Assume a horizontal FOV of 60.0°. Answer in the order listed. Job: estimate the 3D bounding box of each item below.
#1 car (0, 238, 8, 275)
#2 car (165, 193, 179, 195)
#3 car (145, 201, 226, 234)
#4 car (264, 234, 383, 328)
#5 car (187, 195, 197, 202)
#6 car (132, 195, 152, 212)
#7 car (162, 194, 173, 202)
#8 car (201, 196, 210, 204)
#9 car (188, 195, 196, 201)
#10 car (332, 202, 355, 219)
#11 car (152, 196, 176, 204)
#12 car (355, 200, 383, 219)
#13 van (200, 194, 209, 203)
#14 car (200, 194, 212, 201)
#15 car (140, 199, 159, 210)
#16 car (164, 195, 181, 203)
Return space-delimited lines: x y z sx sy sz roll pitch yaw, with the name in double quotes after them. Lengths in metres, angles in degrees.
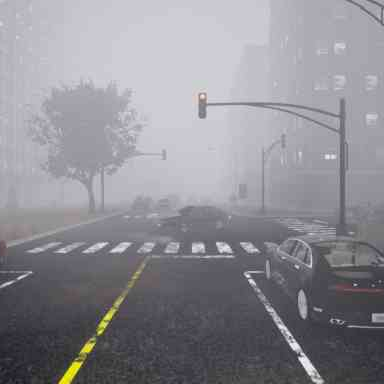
-5.692 1.545 6.900 1.887 1.381 4.507 0 0 0 "car"
-3.097 1.263 58.718 2.150 2.045 5.566 0 0 -1 "car"
-0.022 1.513 19.407 4.892 1.490 1.837 0 -2 -44 "car"
2.688 1.551 6.902 2.008 1.369 4.403 0 0 0 "car"
-0.015 1.656 69.056 1.895 1.301 4.718 0 0 0 "car"
-5.700 1.336 39.288 2.192 1.841 5.009 0 0 0 "car"
-5.708 1.386 77.948 2.192 1.841 5.009 0 0 0 "car"
2.676 1.578 67.074 1.752 1.417 4.829 0 0 0 "car"
-0.015 1.447 79.033 1.812 1.442 4.674 0 0 0 "car"
13.421 1.350 26.310 4.403 1.369 2.008 -1 1 -1 "car"
-3.106 1.525 37.933 1.837 1.490 4.892 0 0 0 "car"
15.000 1.325 23.747 5.357 1.411 2.033 -1 0 -1 "car"
2.674 1.402 72.428 1.690 1.788 3.998 0 0 0 "van"
2.677 1.610 61.381 1.947 1.339 4.313 0 0 0 "car"
-5.701 1.592 44.811 1.947 1.339 4.313 0 0 0 "car"
-3.104 1.521 48.140 2.128 1.511 4.902 0 0 0 "car"
